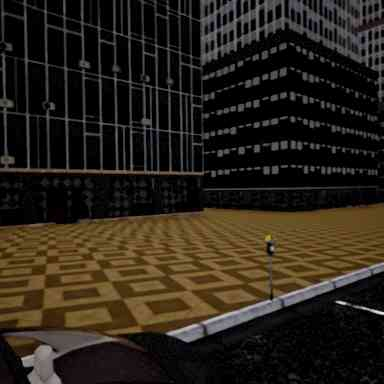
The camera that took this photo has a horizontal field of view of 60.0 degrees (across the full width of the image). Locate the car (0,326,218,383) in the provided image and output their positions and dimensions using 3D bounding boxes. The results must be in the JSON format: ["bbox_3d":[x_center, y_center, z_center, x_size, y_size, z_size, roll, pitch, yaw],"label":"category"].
[{"bbox_3d":[-1.680,1.552,1.366,4.403,1.369,2.008,0,-1,-39],"label":"car"}]
